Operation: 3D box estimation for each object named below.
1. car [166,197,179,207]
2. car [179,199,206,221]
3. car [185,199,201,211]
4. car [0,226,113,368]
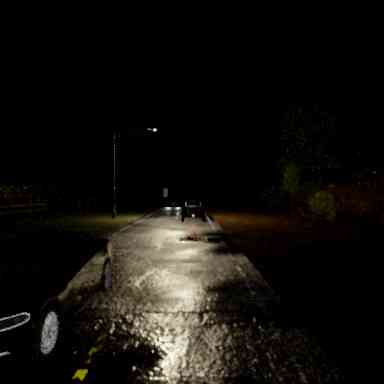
[{"bbox_3d":[-2.822,1.543,50.576,1.837,1.490,4.892,0,-1,0],"label":"car"},{"bbox_3d":[0.094,1.522,27.431,1.837,1.490,4.892,0,0,0],"label":"car"},{"bbox_3d":[0.094,1.590,42.938,1.994,1.385,4.181,0,0,0],"label":"car"},{"bbox_3d":[-2.849,1.481,6.124,1.882,1.535,5.008,0,0,0],"label":"car"}]
